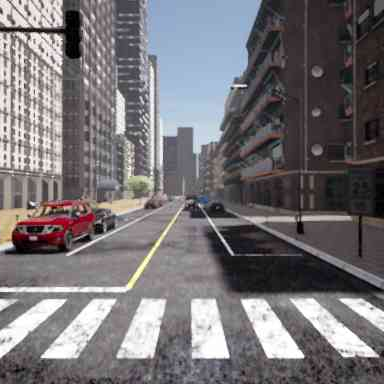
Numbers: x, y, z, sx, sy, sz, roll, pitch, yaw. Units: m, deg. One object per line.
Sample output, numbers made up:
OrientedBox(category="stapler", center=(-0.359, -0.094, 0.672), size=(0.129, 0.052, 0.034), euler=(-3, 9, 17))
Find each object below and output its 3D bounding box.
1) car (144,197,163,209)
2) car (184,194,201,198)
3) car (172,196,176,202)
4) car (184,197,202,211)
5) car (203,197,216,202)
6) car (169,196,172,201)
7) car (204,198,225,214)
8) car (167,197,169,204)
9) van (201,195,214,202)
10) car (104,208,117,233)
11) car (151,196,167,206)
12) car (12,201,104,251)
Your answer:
OrientedBox(category="car", center=(-5.742, 1.727, 47.608), size=(1.947, 1.339, 4.313), euler=(0, 0, 0))
OrientedBox(category="car", center=(-0.057, 1.410, 54.251), size=(2.150, 2.045, 5.566), euler=(0, 0, 0))
OrientedBox(category="car", center=(-5.784, 1.894, 86.266), size=(1.947, 1.339, 4.313), euler=(0, 0, 0))
OrientedBox(category="car", center=(-0.048, 1.749, 44.243), size=(1.895, 1.301, 4.718), euler=(0, 0, 0))
OrientedBox(category="car", center=(2.644, 1.666, 42.263), size=(1.752, 1.417, 4.829), euler=(0, 0, 0))
OrientedBox(category="car", center=(-5.766, 1.805, 69.698), size=(2.008, 1.369, 4.403), euler=(0, 0, 0))
OrientedBox(category="car", center=(2.650, 1.686, 36.570), size=(1.947, 1.339, 4.313), euler=(0, 0, 0))
OrientedBox(category="car", center=(-5.754, 1.758, 58.653), size=(2.008, 1.369, 4.403), euler=(0, 0, 0))
OrientedBox(category="van", center=(2.638, 1.503, 47.617), size=(1.690, 1.788, 3.998), euler=(0, 0, 0))
OrientedBox(category="car", center=(-5.713, 1.630, 19.993), size=(1.947, 1.339, 4.313), euler=(0, 0, 0))
OrientedBox(category="car", center=(-5.749, 1.499, 53.130), size=(2.192, 1.841, 5.009), euler=(0, 0, 0))
OrientedBox(category="car", center=(-5.707, 1.361, 14.471), size=(2.192, 1.841, 5.009), euler=(0, 0, 0))
